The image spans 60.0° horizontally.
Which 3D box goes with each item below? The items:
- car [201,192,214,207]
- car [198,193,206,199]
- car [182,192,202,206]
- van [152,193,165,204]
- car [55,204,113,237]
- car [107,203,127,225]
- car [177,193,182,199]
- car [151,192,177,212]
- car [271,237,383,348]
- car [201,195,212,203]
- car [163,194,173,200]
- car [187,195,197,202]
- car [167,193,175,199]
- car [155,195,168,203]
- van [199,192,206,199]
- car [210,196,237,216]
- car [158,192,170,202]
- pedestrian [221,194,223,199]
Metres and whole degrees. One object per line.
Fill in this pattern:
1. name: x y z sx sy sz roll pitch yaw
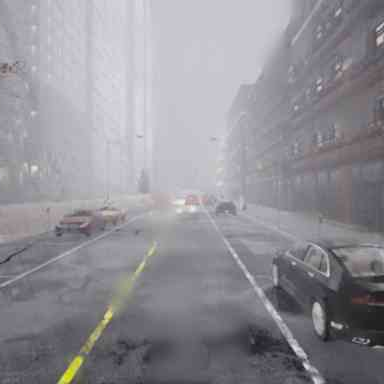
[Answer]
1. car: 2.694 1.239 45.756 1.967 1.590 4.097 1 0 0
2. car: 2.688 1.102 90.930 2.008 1.369 4.403 1 0 0
3. car: 0.044 1.123 51.150 2.097 1.767 4.553 0 0 2
4. van: -5.687 1.083 57.025 1.690 1.788 3.998 1 0 0
5. car: -5.686 1.511 17.502 1.802 1.307 4.206 1 0 0
6. car: -5.686 1.431 22.978 1.752 1.417 4.829 1 0 0
7. car: -3.009 1.048 76.652 1.837 1.490 4.892 0 0 0
8. car: -3.096 1.199 35.624 2.097 1.767 4.553 0 0 0
9. car: 2.695 1.527 6.229 2.008 1.369 4.403 0 0 0
10. car: 2.691 1.257 62.697 1.887 1.381 4.507 1 0 0
11. car: -5.692 1.183 79.612 1.947 1.339 4.313 1 0 0
12. car: -0.008 1.293 66.413 1.895 1.301 4.718 0 0 0
13. car: -5.692 1.102 90.903 2.008 1.369 4.403 1 0 0
14. car: -5.690 1.257 62.673 1.887 1.381 4.507 1 0 0
15. van: 2.691 0.926 85.281 1.690 1.788 3.998 1 0 0
16. car: 2.996 1.375 30.875 1.837 1.490 4.892 0 0 0
17. car: -5.688 0.997 68.318 2.192 1.841 5.009 1 0 0
18. pedestrian: 2.996 1.150 33.828 0.375 1.860 0.375 1 0 0
